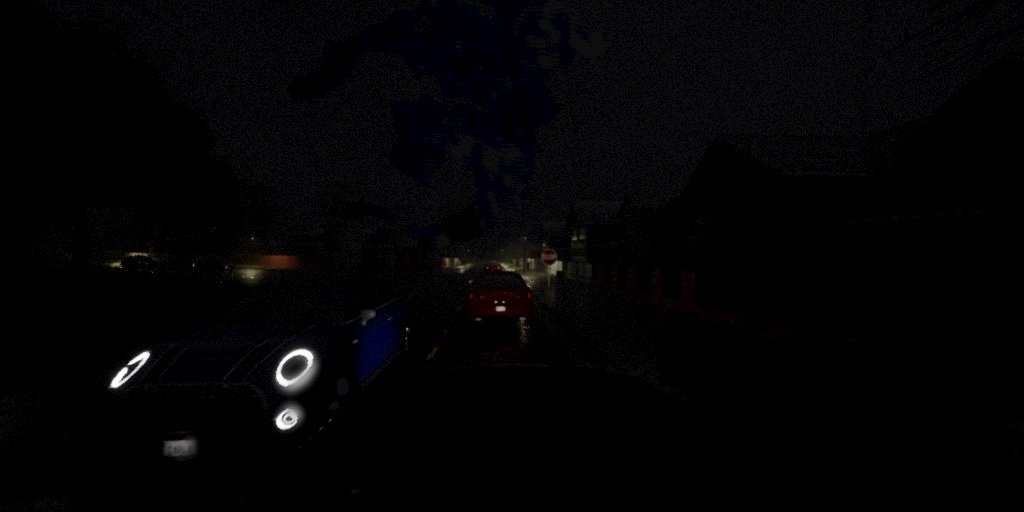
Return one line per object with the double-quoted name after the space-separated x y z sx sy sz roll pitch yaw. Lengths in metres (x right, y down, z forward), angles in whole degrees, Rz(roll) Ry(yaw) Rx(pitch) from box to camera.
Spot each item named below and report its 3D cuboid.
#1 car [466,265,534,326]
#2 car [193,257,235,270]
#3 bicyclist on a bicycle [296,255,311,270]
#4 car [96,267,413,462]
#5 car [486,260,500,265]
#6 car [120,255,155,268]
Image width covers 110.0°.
-0.428 1.214 11.750 1.882 1.535 5.008 0 0 -3 "car"
-29.582 0.906 35.582 4.902 1.511 2.128 1 1 26 "car"
-22.475 0.702 38.607 0.582 1.620 1.656 1 1 26 "bicyclist on a bicycle"
-3.010 1.105 5.412 2.097 1.767 4.553 0 0 -2 "car"
-2.142 1.319 40.668 1.895 1.301 4.718 0 0 -3 "car"
-45.234 0.708 43.347 4.902 1.511 2.128 1 1 27 "car"
